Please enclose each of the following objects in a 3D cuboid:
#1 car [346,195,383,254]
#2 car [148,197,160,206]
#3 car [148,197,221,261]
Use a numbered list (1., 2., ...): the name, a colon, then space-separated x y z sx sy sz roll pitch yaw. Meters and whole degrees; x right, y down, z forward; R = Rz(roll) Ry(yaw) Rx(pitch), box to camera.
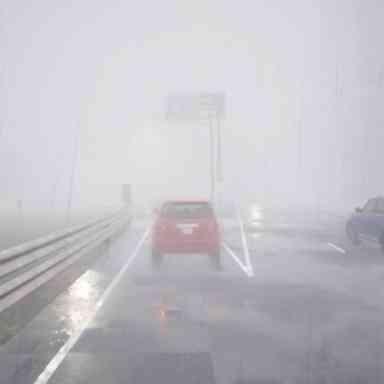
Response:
1. car: 7.307 1.116 11.706 2.150 2.045 5.566 -1 0 7
2. car: -6.693 1.608 58.235 1.895 1.301 4.718 -1 0 -8
3. car: -0.275 1.191 12.359 2.150 2.045 5.566 -1 1 -3
